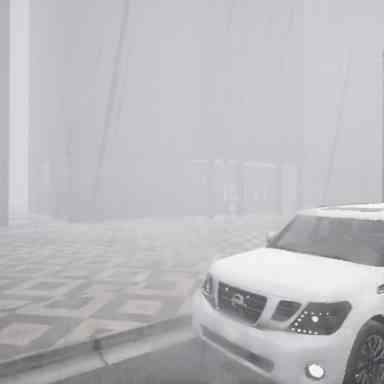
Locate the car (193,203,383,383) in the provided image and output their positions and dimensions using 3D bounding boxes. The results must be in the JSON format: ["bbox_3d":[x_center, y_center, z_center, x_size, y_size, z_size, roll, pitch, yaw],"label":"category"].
[{"bbox_3d":[2.669,1.235,5.314,5.566,2.045,2.150,0,0,-36],"label":"car"}]
